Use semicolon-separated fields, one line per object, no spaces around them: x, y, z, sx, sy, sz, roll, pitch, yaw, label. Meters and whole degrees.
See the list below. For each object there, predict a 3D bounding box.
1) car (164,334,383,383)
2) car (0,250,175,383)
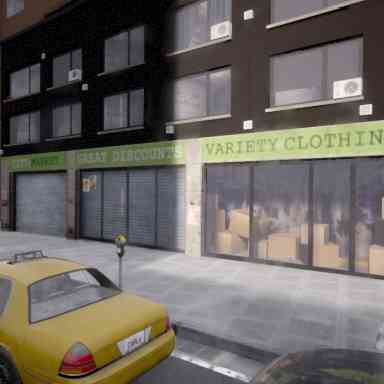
2.239;1.551;1.527;4.403;1.369;2.008;0;1;35;car
-2.499;1.524;4.796;4.829;1.417;1.752;0;1;35;car
